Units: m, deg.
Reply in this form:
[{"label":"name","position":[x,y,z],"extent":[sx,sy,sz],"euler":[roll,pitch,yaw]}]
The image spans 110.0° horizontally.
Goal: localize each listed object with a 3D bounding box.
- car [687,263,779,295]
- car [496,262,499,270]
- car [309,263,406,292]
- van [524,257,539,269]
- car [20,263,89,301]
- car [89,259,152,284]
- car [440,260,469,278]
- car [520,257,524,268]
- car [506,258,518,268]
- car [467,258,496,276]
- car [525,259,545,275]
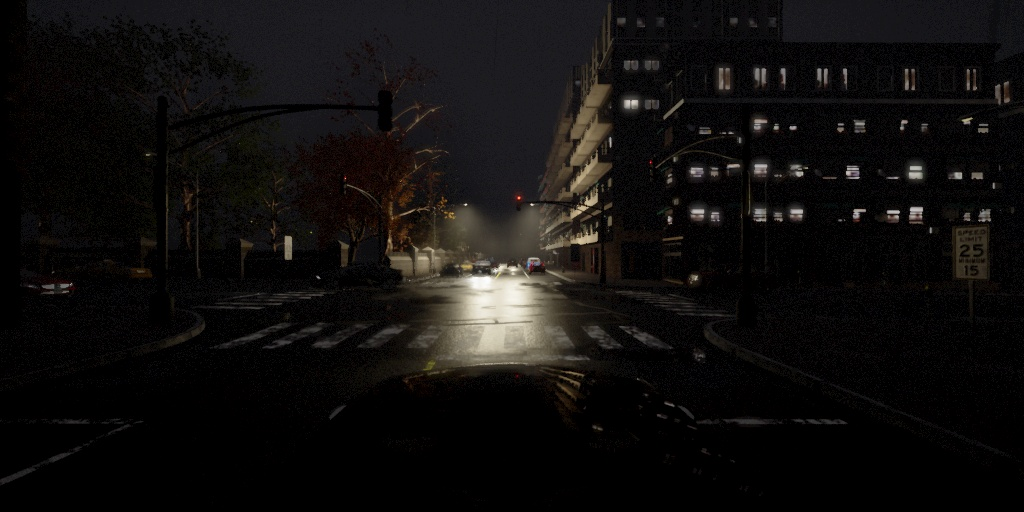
[{"label":"car","position":[13.472,1.352,21.942],"extent":[5.009,1.841,2.192],"euler":[0,0,0]},{"label":"car","position":[-3.031,1.349,54.544],"extent":[1.994,1.385,4.181],"euler":[0,0,0]},{"label":"car","position":[-8.497,1.135,20.037],"extent":[4.902,1.511,2.128],"euler":[2,0,-29]},{"label":"van","position":[2.740,1.115,45.555],"extent":[1.690,1.789,3.998],"euler":[0,0,0]},{"label":"car","position":[-18.949,1.007,13.288],"extent":[4.207,1.307,1.802],"euler":[0,0,0]},{"label":"car","position":[-24.721,0.882,21.620],"extent":[4.829,1.417,1.751],"euler":[0,0,0]},{"label":"car","position":[-5.654,1.329,34.304],"extent":[1.948,1.339,4.313],"euler":[0,0,0]},{"label":"car","position":[2.752,1.228,56.815],"extent":[1.967,1.591,4.097],"euler":[0,0,0]},{"label":"car","position":[0.067,1.302,62.598],"extent":[1.837,1.490,4.892],"euler":[0,0,0]},{"label":"car","position":[-3.061,1.256,37.160],"extent":[2.128,1.511,4.902],"euler":[0,0,0]},{"label":"car","position":[2.733,1.313,39.925],"extent":[1.888,1.381,4.507],"euler":[0,0,0]}]
